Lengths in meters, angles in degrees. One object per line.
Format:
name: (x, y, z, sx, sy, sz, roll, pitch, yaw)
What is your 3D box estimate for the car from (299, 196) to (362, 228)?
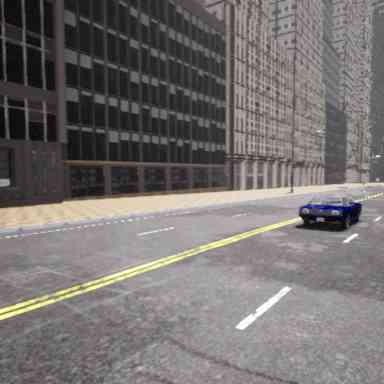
car: (6.725, 0.814, 15.813, 1.895, 1.301, 4.718, 2, 3, 36)
